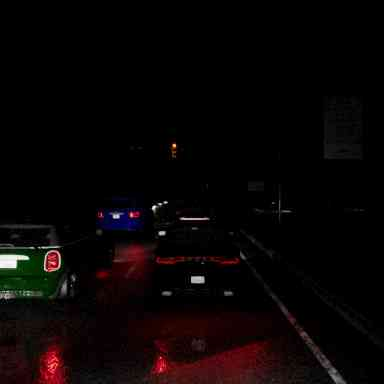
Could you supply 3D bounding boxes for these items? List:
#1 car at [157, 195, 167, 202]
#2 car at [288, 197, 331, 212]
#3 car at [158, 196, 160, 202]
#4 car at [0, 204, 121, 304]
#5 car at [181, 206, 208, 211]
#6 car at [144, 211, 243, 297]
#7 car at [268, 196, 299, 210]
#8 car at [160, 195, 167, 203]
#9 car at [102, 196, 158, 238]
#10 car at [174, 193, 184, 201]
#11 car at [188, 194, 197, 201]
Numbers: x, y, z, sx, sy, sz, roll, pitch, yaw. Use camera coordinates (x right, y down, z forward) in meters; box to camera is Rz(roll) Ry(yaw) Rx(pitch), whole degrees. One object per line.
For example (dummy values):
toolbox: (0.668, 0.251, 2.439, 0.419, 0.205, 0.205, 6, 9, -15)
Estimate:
car: (-6.884, 1.478, 77.729, 1.882, 1.535, 5.008, 0, 0, 0)
car: (13.764, 1.564, 38.361, 4.181, 1.385, 1.994, 0, 0, 3)
car: (-7.002, 1.505, 55.801, 1.837, 1.490, 4.892, 0, 0, 0)
car: (-3.388, 1.352, 8.276, 2.097, 1.767, 4.553, 0, 0, 0)
car: (0.127, 1.491, 18.148, 2.128, 1.511, 4.902, 0, 0, 0)
car: (0.113, 1.478, 8.648, 1.882, 1.535, 5.008, 0, 0, 0)
car: (12.009, 1.352, 41.970, 4.553, 1.767, 2.097, 0, 0, 3)
car: (-6.912, 1.547, 67.445, 2.033, 1.411, 5.357, 0, 0, 0)
car: (-3.393, 1.221, 17.893, 2.150, 2.045, 5.566, 0, 0, 2)
car: (-3.372, 1.218, 85.650, 2.150, 2.045, 5.566, 0, 0, 0)
car: (0.128, 1.348, 85.967, 2.097, 1.767, 4.553, 0, 0, 0)
